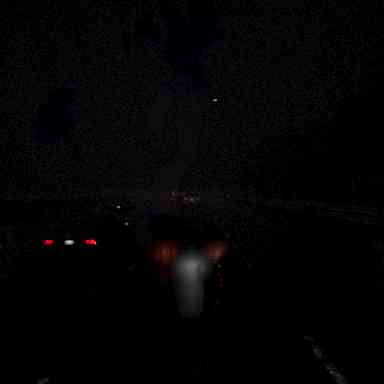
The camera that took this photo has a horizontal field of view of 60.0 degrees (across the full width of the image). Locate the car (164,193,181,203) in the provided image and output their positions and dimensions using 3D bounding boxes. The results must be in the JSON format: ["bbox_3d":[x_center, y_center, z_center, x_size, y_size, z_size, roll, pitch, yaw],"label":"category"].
[{"bbox_3d":[-3.512,1.317,60.714,1.994,1.385,4.181,0,0,0],"label":"car"}]

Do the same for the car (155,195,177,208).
[{"bbox_3d":[-3.509,1.405,44.998,1.895,1.301,4.718,0,0,0],"label":"car"}]

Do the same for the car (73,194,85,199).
[{"bbox_3d":[-24.515,1.186,73.028,1.895,1.301,4.718,0,0,0],"label":"car"}]

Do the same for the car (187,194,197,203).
[{"bbox_3d":[-0.012,1.228,60.737,1.882,1.535,5.008,0,0,0],"label":"car"}]

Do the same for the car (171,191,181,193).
[{"bbox_3d":[-3.516,1.186,80.665,2.128,1.511,4.902,0,0,0],"label":"car"}]

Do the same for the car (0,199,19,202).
[{"bbox_3d":[-17.589,1.397,31.248,2.033,1.411,5.357,0,0,0],"label":"car"}]

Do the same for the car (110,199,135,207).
[{"bbox_3d":[-7.007,1.400,33.729,1.994,1.385,4.181,0,0,0],"label":"car"}]

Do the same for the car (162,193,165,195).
[{"bbox_3d":[-7.016,1.029,78.616,2.097,1.767,4.553,0,0,0],"label":"car"}]

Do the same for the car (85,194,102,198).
[{"bbox_3d":[-21.015,1.168,72.643,2.033,1.411,5.357,0,0,0],"label":"car"}]

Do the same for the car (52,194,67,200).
[{"bbox_3d":[-28.015,1.172,70.420,1.837,1.490,4.892,0,0,0],"label":"car"}]

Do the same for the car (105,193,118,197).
[{"bbox_3d":[-17.515,0.981,72.673,2.097,1.767,4.553,0,0,0],"label":"car"}]

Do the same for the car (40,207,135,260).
[{"bbox_3d":[-3.503,1.473,11.993,2.033,1.411,5.357,0,0,0],"label":"car"}]

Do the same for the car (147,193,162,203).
[{"bbox_3d":[-7.013,1.261,60.722,1.837,1.490,4.892,0,0,0],"label":"car"}]

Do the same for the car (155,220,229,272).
[{"bbox_3d":[-0.002,1.533,10.520,1.895,1.301,4.718,0,0,0],"label":"car"}]

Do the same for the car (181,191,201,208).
[{"bbox_3d":[-0.008,1.029,43.530,2.150,2.045,5.566,0,0,0],"label":"car"}]

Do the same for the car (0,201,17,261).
[{"bbox_3d":[-7.002,1.296,8.948,2.097,1.767,4.553,0,0,0],"label":"car"}]
